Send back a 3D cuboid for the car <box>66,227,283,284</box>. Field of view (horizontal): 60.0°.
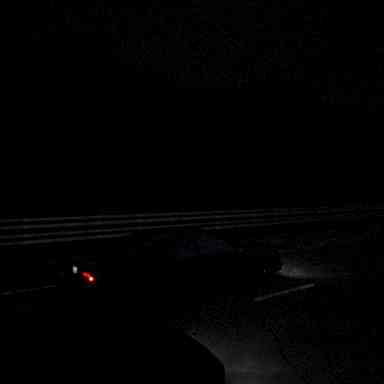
[{"bbox_3d":[-0.226,1.560,7.890,5.357,1.411,2.033,0,0,-35],"label":"car"}]

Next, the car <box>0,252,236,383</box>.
[{"bbox_3d":[-2.236,1.546,2.155,5.357,1.411,2.033,0,0,-35],"label":"car"}]
